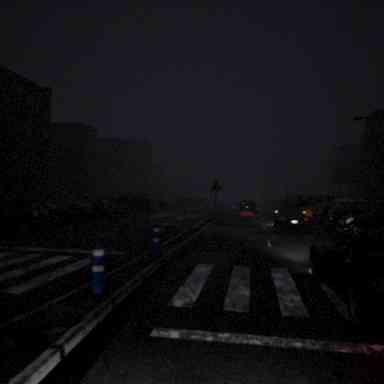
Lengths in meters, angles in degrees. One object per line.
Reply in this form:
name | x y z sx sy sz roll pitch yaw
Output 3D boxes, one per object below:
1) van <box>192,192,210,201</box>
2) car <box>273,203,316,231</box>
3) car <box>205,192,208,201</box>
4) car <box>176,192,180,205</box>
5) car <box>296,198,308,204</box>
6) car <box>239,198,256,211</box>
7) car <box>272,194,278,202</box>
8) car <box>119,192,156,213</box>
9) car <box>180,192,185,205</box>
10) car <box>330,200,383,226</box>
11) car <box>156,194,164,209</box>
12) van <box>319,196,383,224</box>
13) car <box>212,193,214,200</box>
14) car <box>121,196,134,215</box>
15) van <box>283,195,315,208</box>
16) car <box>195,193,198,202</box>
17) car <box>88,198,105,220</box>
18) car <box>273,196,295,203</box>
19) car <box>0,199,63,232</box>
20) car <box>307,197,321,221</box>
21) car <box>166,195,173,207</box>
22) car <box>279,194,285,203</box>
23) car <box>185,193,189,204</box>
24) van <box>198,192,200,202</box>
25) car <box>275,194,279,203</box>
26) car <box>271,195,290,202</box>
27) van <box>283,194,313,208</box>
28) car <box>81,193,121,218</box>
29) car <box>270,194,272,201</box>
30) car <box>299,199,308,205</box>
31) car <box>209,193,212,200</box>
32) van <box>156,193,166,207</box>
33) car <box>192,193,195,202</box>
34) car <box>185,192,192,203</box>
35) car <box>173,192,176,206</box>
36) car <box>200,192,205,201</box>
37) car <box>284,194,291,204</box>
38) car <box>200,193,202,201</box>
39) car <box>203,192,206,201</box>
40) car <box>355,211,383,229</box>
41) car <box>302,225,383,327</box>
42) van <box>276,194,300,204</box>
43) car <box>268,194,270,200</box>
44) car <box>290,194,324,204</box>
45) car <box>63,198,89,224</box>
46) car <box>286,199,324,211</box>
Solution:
van | 2.394 1.151 86.277 4.442 1.987 1.878 1 0 10
car | 6.287 1.697 21.187 1.994 1.385 4.181 1 0 10
car | 0.467 1.360 75.417 4.792 1.488 2.163 1 0 10
car | -4.553 1.160 48.307 4.553 1.767 2.185 1 0 10
car | 12.969 1.684 32.001 4.892 1.521 2.231 1 0 11
car | 7.019 1.548 41.916 1.837 1.490 4.892 1 0 11
car | 19.040 1.421 64.795 5.566 2.045 2.435 1 0 11
car | -7.059 1.049 34.750 5.566 2.045 2.435 1 0 10
car | -3.989 1.160 51.007 4.553 1.767 2.185 1 0 10
car | 10.453 1.570 18.328 4.553 1.767 2.185 1 0 11
car | -6.351 1.298 37.423 5.366 1.575 1.946 1 0 10
van | 10.841 1.472 21.214 4.442 1.987 1.878 1 0 11
car | 1.979 1.113 83.549 5.566 2.045 2.435 1 0 10
car | -8.046 1.310 29.325 4.892 1.521 2.231 1 0 10
van | 16.411 1.430 51.150 4.442 1.987 1.878 1 0 11
car | -2.007 1.296 61.855 4.892 1.521 2.231 1 0 10
car | -9.044 1.346 23.896 4.674 1.452 2.002 1 0 10
car | 21.597 1.718 78.449 4.892 1.521 2.231 1 0 11
car | -10.017 1.171 18.465 4.553 1.767 2.185 1 0 10
car | 11.979 1.569 26.532 4.553 1.767 2.185 1 0 11
car | -5.534 1.290 42.881 5.008 1.535 2.097 1 0 10
car | 16.046 1.409 48.389 5.566 2.045 2.435 1 0 11
car | -3.514 1.288 53.722 4.892 1.521 2.231 1 0 10
van | -1.369 1.077 64.667 4.442 1.987 1.878 1 0 11
car | 18.548 1.670 62.057 4.892 1.521 2.231 1 0 11
car | 23.100 1.630 86.652 4.553 1.767 2.185 1 0 11
van | 17.149 1.436 53.837 4.442 1.987 1.878 1 0 11
car | -8.510 1.184 26.602 4.553 1.767 2.185 1 0 10
car | 19.897 1.681 70.286 5.366 1.575 1.946 1 0 11
car | 12.472 1.688 29.394 5.008 1.535 2.097 1 0 11
car | 1.495 1.352 80.835 5.008 1.535 2.097 1 0 10
van | -5.912 1.070 40.146 4.442 1.987 1.878 1 0 10
car | -2.509 1.292 59.145 4.892 1.521 2.231 1 0 10
car | -3.012 1.289 56.434 4.892 1.521 2.231 1 0 10
car | -5.055 1.161 45.596 4.553 1.767 2.185 1 0 10
car | -0.689 1.307 70.024 5.366 1.575 1.946 1 0 10
car | 14.487 1.416 40.326 5.566 2.045 2.435 1 0 11
car | -1.008 1.346 67.277 4.674 1.452 2.002 1 0 10
car | 0.001 1.322 72.698 4.892 1.521 2.231 1 0 10
car | 9.396 1.704 12.996 4.792 1.488 2.163 1 0 11
car | 3.872 1.685 7.046 1.895 1.301 4.718 1 0 7
van | 19.460 1.452 67.541 4.442 1.987 1.878 1 0 11
car | 23.641 1.774 89.376 4.892 1.521 2.231 1 0 11
car | 13.504 1.427 34.727 5.566 2.045 2.435 1 0 11
car | -9.552 1.303 21.188 5.008 1.535 2.097 1 0 10
car | 15.501 1.701 45.664 4.674 1.452 2.002 1 0 11
